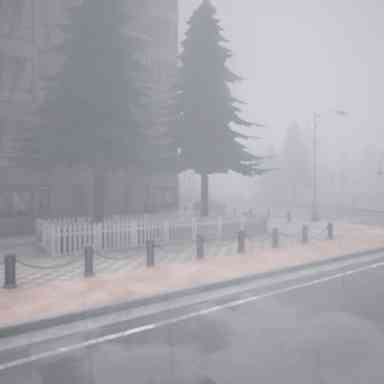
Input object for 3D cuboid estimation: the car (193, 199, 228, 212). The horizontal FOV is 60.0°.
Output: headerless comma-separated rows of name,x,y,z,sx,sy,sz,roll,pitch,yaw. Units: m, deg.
car,1.987,1.413,36.553,1.994,1.385,4.181,0,0,-35
